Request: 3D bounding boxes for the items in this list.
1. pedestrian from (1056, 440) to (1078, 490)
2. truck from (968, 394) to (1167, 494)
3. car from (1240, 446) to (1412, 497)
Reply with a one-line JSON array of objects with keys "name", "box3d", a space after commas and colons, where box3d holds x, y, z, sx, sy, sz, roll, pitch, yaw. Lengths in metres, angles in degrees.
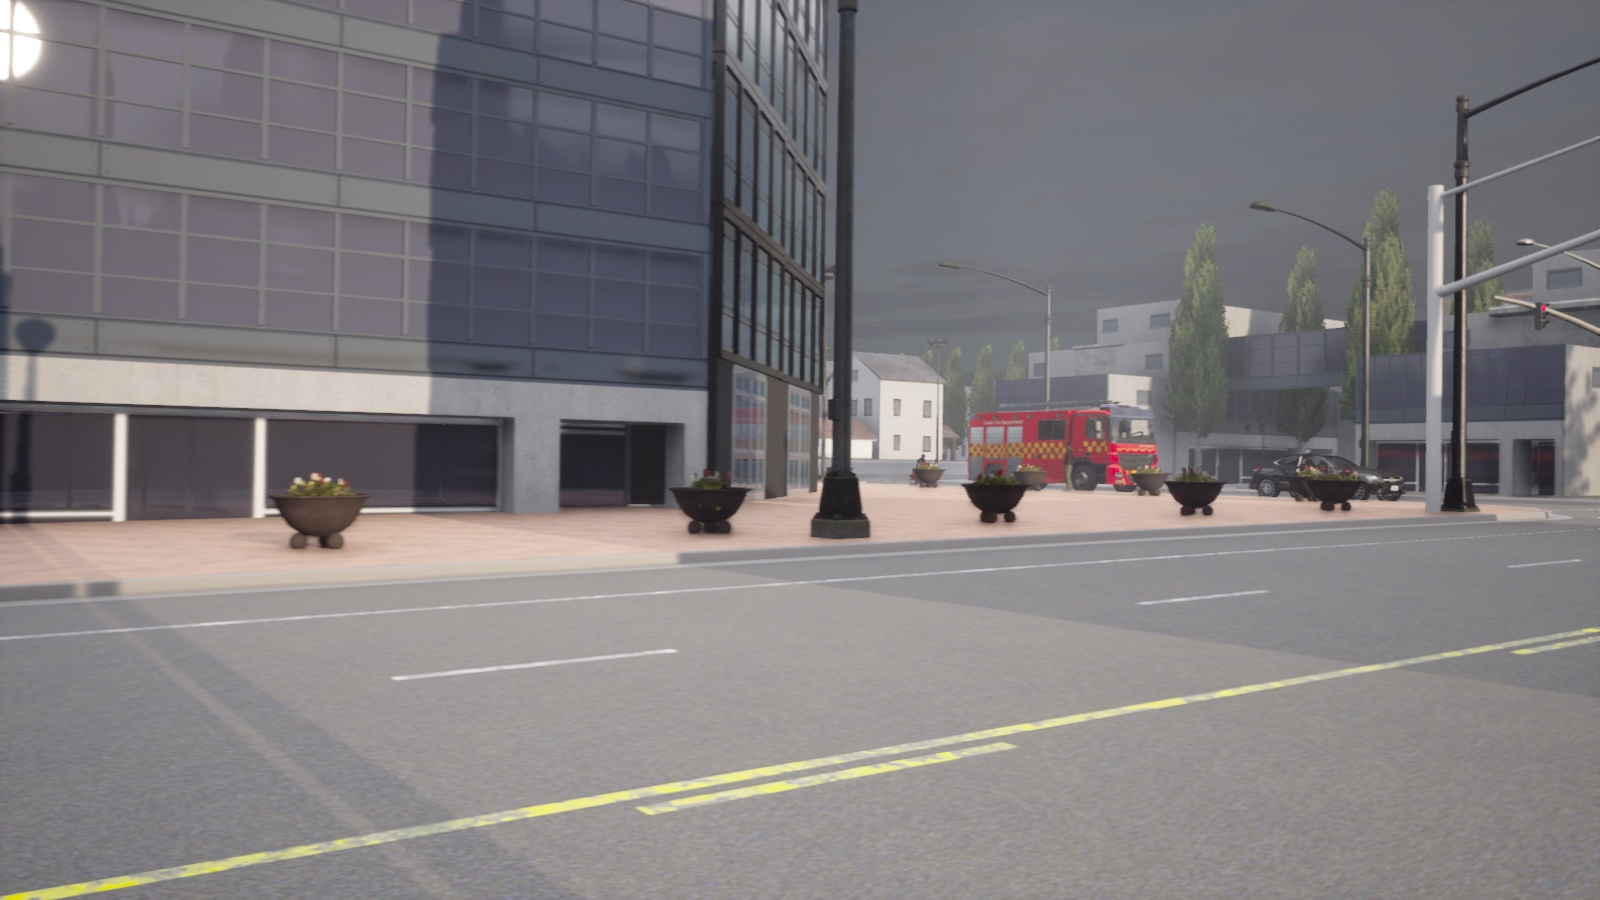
[{"name": "pedestrian", "box3d": [9.975, 0.565, 46.922, 0.703, 1.840, 0.431, 0, -1, 32]}, {"name": "truck", "box3d": [10.984, -0.192, 52.609, 2.891, 3.827, 8.468, 1, -1, -34]}, {"name": "car", "box3d": [17.773, 0.711, 42.665, 2.152, 1.651, 5.027, 1, -1, -34]}]
